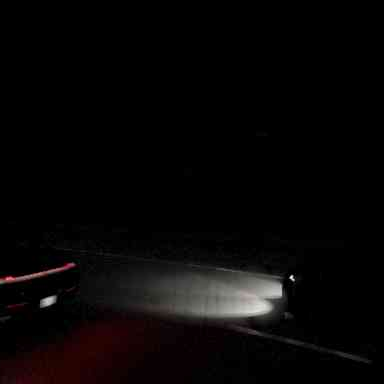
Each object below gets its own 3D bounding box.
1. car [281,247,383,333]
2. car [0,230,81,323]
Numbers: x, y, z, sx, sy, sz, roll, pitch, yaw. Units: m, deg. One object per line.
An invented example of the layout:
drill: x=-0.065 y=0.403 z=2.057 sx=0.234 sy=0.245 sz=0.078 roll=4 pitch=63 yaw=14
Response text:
car: x=3.651 y=1.541 z=5.465 sx=4.181 sy=1.385 sz=1.994 roll=0 pitch=0 yaw=35
car: x=-4.303 y=1.494 z=6.454 sx=4.902 sy=1.511 sz=2.128 roll=0 pitch=0 yaw=32
